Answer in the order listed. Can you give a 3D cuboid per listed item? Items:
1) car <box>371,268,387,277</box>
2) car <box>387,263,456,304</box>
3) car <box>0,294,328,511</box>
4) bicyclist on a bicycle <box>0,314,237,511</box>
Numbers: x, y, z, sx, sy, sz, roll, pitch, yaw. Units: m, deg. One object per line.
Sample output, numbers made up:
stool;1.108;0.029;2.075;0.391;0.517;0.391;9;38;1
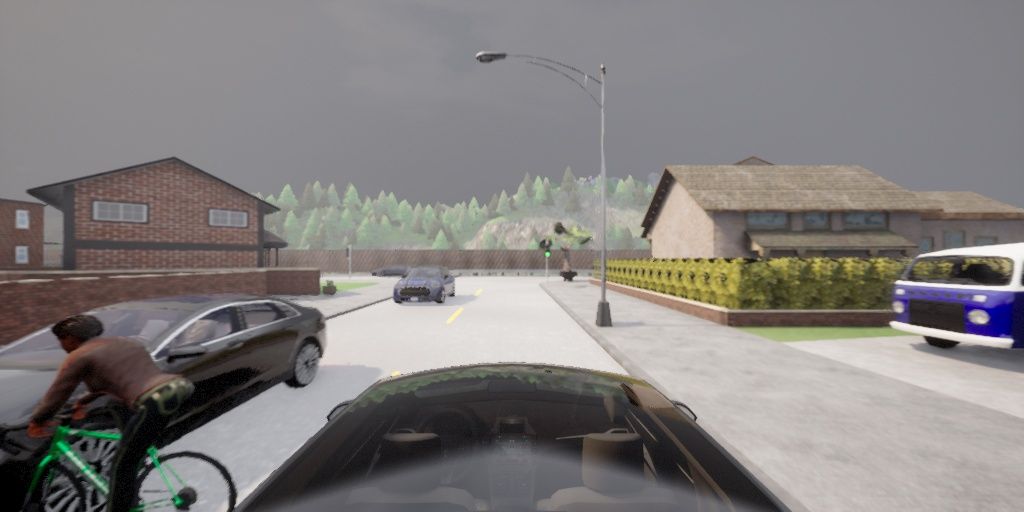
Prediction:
car;-12.769;1.651;40.004;5.357;1.411;2.033;0;-1;-3
car;-4.035;1.246;17.174;2.097;1.767;4.553;0;-1;1
car;-4.096;1.264;4.227;2.128;1.511;4.902;0;0;0
bicyclist on a bicycle;-2.721;1.212;2.411;1.656;1.620;0.582;-1;1;-3
